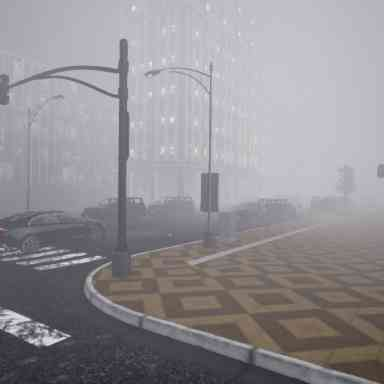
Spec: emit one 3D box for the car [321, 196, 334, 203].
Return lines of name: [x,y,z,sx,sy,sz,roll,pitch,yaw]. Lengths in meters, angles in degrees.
car: [30.003,1.617,73.464,1.802,1.307,4.206,1,1,35]

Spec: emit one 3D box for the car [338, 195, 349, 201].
car: [39.634,1.616,87.037,1.947,1.339,4.313,1,1,35]

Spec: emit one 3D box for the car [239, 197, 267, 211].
car: [7.776,1.431,42.247,1.967,1.590,4.097,1,0,35]

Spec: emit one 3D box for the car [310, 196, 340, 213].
car: [15.392,1.427,39.160,2.192,1.841,5.009,1,0,35]

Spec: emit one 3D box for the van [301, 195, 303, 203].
van: [17.165,1.352,55.365,1.690,1.788,3.998,1,0,35]

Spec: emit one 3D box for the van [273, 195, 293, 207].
van: [13.955,1.345,50.841,1.690,1.788,3.998,1,0,35]

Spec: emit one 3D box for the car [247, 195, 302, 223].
car: [6.804,1.409,26.922,2.192,1.841,5.009,1,0,35]

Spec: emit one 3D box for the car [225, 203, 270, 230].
car: [3.306,1.668,21.999,1.802,1.307,4.206,1,0,35]

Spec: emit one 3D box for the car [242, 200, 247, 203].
car: [5.159,1.582,29.264,1.812,1.442,4.674,1,1,35]

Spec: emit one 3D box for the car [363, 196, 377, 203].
car: [39.641,1.598,73.428,1.967,1.590,4.097,1,1,35]

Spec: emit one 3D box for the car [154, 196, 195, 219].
car: [-1.748,1.283,28.934,2.192,1.841,5.009,1,0,35]

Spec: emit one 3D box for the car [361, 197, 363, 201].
car: [44.109,1.655,84.157,2.128,1.511,4.902,1,1,35]

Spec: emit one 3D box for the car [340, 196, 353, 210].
car: [20.381,1.437,46.281,2.192,1.841,5.009,1,0,35]

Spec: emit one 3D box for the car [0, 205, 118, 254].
car: [-5.804,1.524,13.818,2.128,1.511,4.902,1,1,35]

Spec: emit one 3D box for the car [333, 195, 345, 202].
car: [36.326,1.571,82.373,1.752,1.417,4.829,1,1,35]

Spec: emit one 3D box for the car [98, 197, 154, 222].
car: [-5.412,1.275,23.770,2.192,1.841,5.009,1,0,35]
